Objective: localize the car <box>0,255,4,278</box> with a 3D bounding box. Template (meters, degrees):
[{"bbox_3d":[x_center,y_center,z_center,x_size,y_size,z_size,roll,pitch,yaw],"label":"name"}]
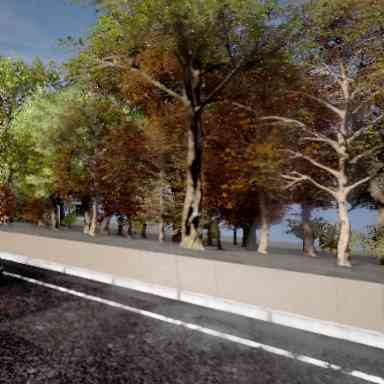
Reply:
[{"bbox_3d":[-6.599,1.572,8.392,4.181,1.385,1.994,0,0,36],"label":"car"}]
